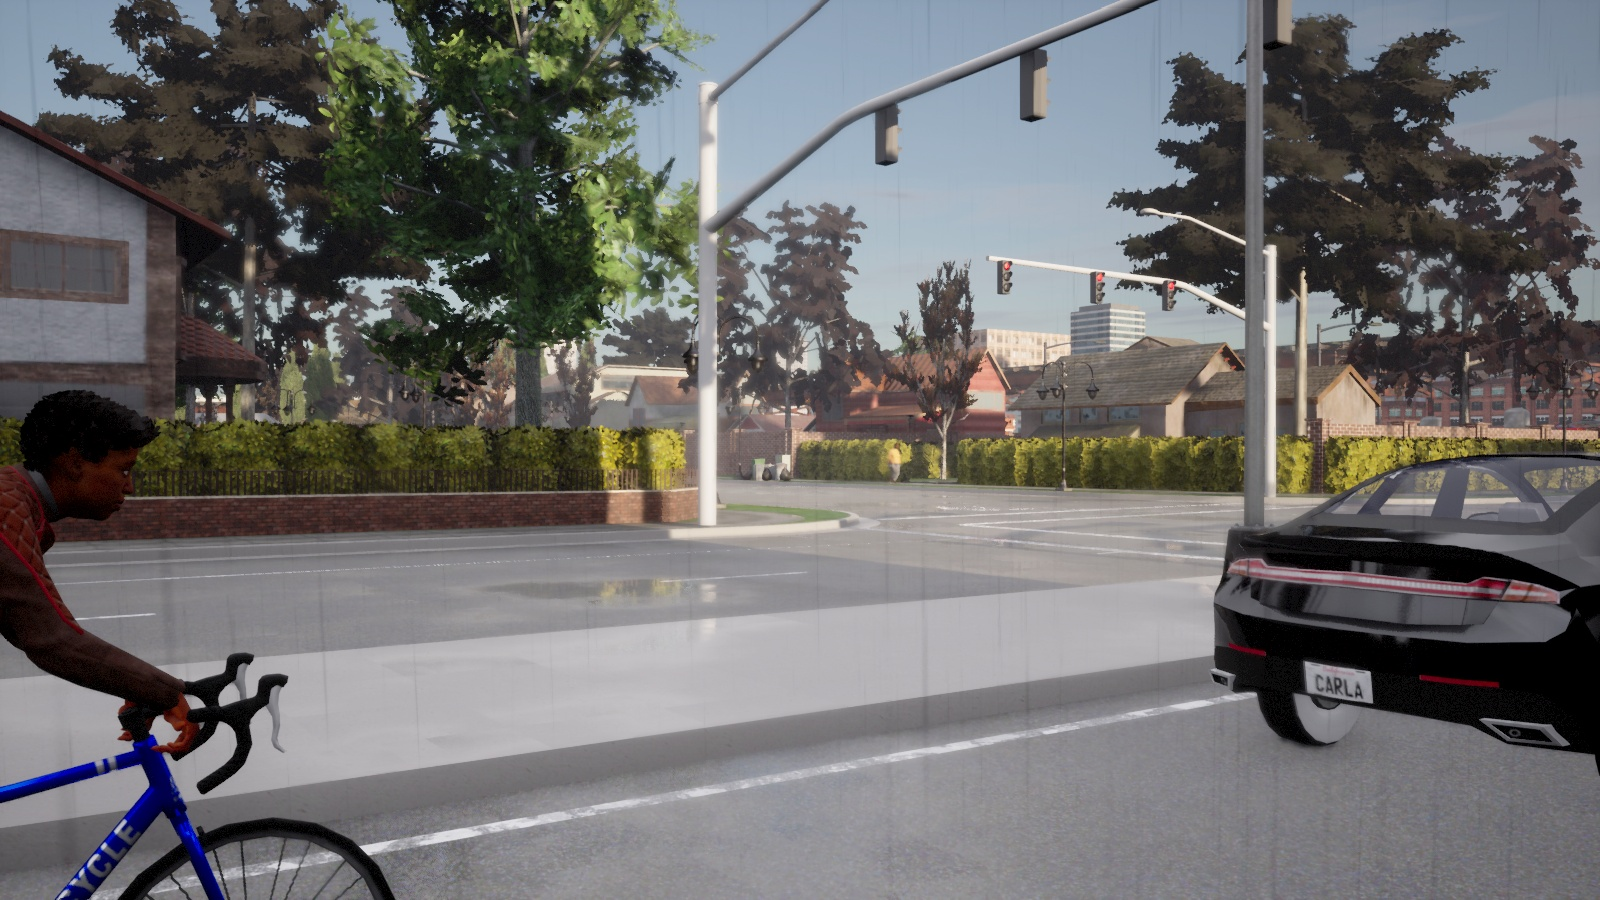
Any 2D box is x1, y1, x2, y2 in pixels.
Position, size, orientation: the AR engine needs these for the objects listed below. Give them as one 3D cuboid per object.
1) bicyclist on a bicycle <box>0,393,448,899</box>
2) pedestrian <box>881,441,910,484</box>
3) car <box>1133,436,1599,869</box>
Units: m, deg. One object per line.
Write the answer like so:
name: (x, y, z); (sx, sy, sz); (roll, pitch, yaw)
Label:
bicyclist on a bicycle: (-1.623, 0.707, 2.528); (1.656, 1.620, 0.582); (0, 0, -35)
pedestrian: (4.184, 0.536, 55.088); (0.874, 1.855, 0.900); (0, 0, -34)
car: (4.234, 0.708, 6.605); (4.902, 1.511, 2.128); (0, 0, -35)
